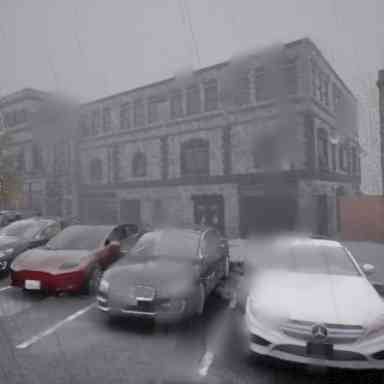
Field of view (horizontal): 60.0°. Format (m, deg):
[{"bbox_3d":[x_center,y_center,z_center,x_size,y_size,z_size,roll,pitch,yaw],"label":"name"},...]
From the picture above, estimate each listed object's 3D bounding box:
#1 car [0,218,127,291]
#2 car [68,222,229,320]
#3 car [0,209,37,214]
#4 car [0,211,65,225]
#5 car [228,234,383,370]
[{"bbox_3d":[-2.728,1.599,9.361,2.163,1.488,4.792,0,-1,16],"label":"car"},{"bbox_3d":[-0.324,1.538,7.694,2.231,1.521,4.892,0,-1,15],"label":"car"},{"bbox_3d":[-7.488,1.511,12.828,2.185,1.767,4.553,0,-1,16],"label":"car"},{"bbox_3d":[-5.108,1.604,11.099,2.231,1.521,4.892,0,-1,16],"label":"car"},{"bbox_3d":[2.058,1.544,5.986,2.002,1.452,4.674,0,-1,16],"label":"car"}]
